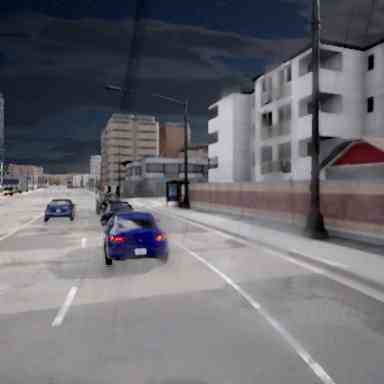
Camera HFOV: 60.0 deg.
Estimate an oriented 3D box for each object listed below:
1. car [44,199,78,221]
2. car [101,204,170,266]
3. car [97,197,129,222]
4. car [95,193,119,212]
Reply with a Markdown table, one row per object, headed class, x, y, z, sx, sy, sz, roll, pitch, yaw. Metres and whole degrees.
| class | x | y | z | sx | sy | sz | roll | pitch | yaw |
| --- | --- | --- | --- | --- | --- | --- | --- | --- | --- |
| car | -9.088 | 1.173 | 23.202 | 2.033 | 1.411 | 5.357 | 0 | 1 | -17 |
| car | -1.926 | 1.346 | 10.851 | 1.812 | 1.442 | 4.674 | 0 | 1 | -15 |
| car | -4.449 | 1.235 | 20.023 | 1.994 | 1.385 | 4.181 | 0 | 1 | -17 |
| car | -7.069 | 0.889 | 28.290 | 2.097 | 1.767 | 4.553 | 0 | 1 | -17 |
